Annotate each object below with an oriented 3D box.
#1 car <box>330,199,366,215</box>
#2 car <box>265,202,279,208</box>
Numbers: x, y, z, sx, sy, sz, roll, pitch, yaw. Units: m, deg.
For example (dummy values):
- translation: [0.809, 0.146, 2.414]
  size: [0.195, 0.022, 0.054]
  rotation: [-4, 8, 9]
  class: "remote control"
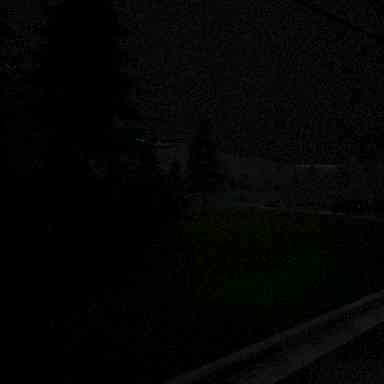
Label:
- translation: [20.525, 1.979, 43.958]
  size: [2.150, 2.045, 5.566]
  rotation: [0, -1, -5]
  class: "car"
- translation: [17.390, 2.780, 72.315]
  size: [1.994, 1.385, 4.181]
  rotation: [0, -1, -5]
  class: "car"
